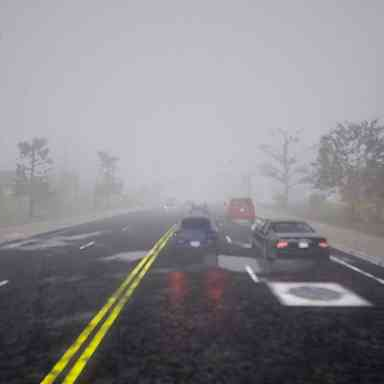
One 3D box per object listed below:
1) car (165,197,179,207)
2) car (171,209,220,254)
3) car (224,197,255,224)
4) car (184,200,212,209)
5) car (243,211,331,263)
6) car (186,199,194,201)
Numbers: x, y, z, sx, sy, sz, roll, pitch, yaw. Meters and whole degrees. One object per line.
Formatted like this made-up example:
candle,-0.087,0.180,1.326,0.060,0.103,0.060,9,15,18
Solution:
car,-3.664,1.845,62.047,2.097,1.767,4.553,0,0,5
car,0.193,1.646,13.889,1.812,1.442,4.674,0,0,2
car,3.858,1.449,27.397,2.150,2.045,5.566,0,0,3
car,0.662,1.729,28.454,2.128,1.511,4.902,0,0,3
car,3.395,1.654,12.473,2.033,1.411,5.357,0,0,1
car,-0.338,2.037,62.640,2.033,1.411,5.357,0,0,5
